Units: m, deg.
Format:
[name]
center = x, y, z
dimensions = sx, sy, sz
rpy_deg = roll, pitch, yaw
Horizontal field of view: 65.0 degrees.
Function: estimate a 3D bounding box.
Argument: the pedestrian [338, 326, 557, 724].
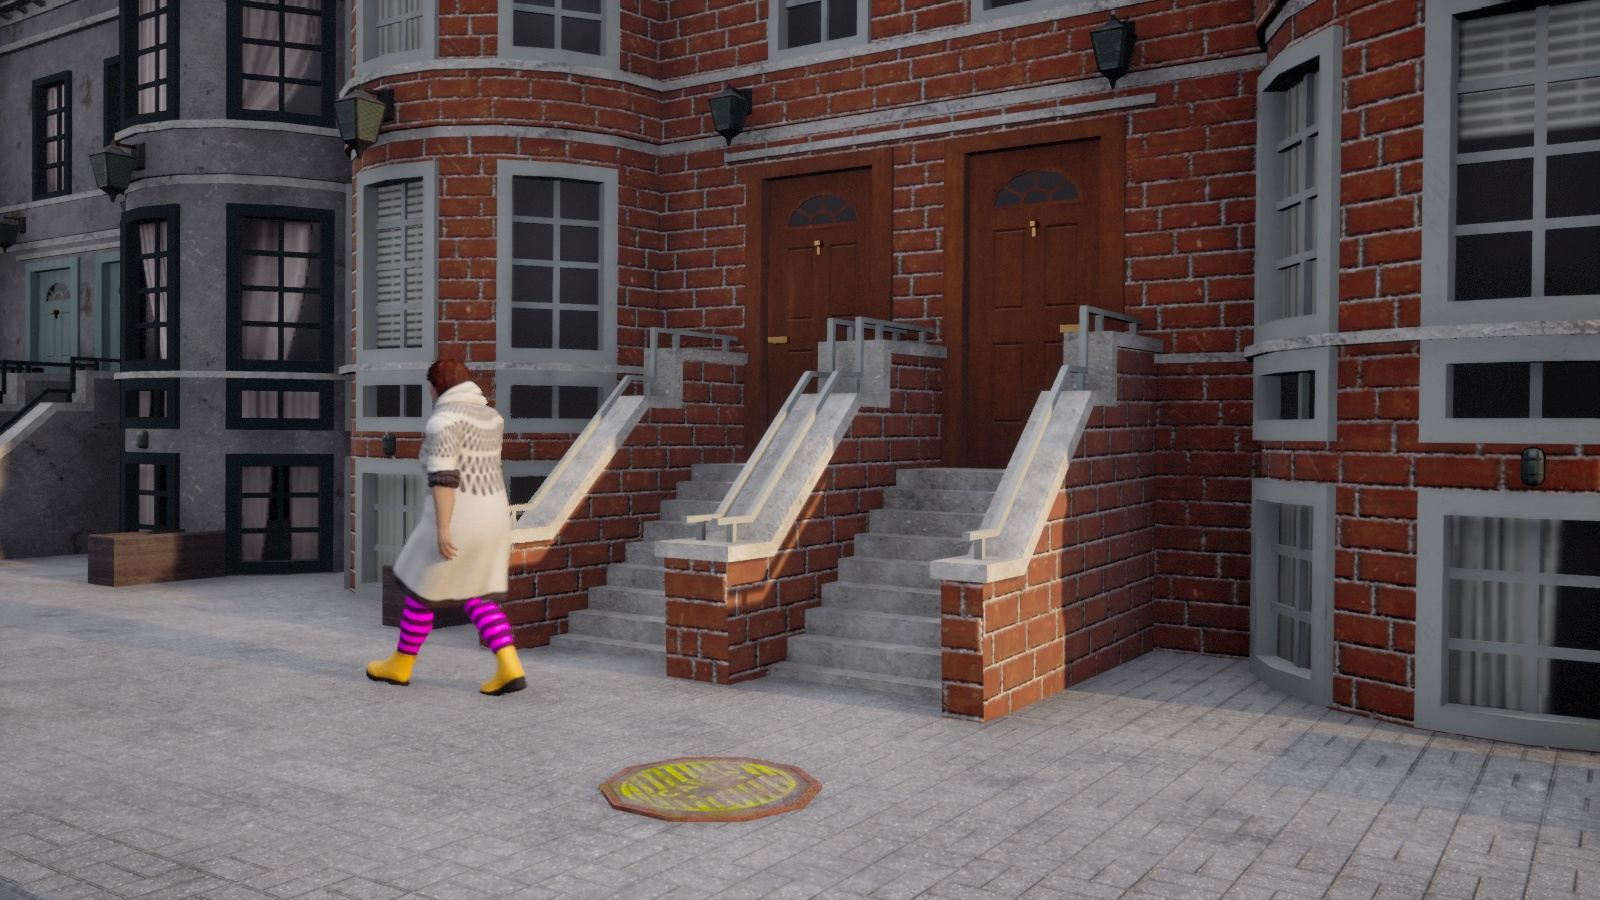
[pedestrian]
center = -1.853, 0.366, 6.645
dimensions = 0.873, 1.952, 0.659
rpy_deg = 0, 1, 25
